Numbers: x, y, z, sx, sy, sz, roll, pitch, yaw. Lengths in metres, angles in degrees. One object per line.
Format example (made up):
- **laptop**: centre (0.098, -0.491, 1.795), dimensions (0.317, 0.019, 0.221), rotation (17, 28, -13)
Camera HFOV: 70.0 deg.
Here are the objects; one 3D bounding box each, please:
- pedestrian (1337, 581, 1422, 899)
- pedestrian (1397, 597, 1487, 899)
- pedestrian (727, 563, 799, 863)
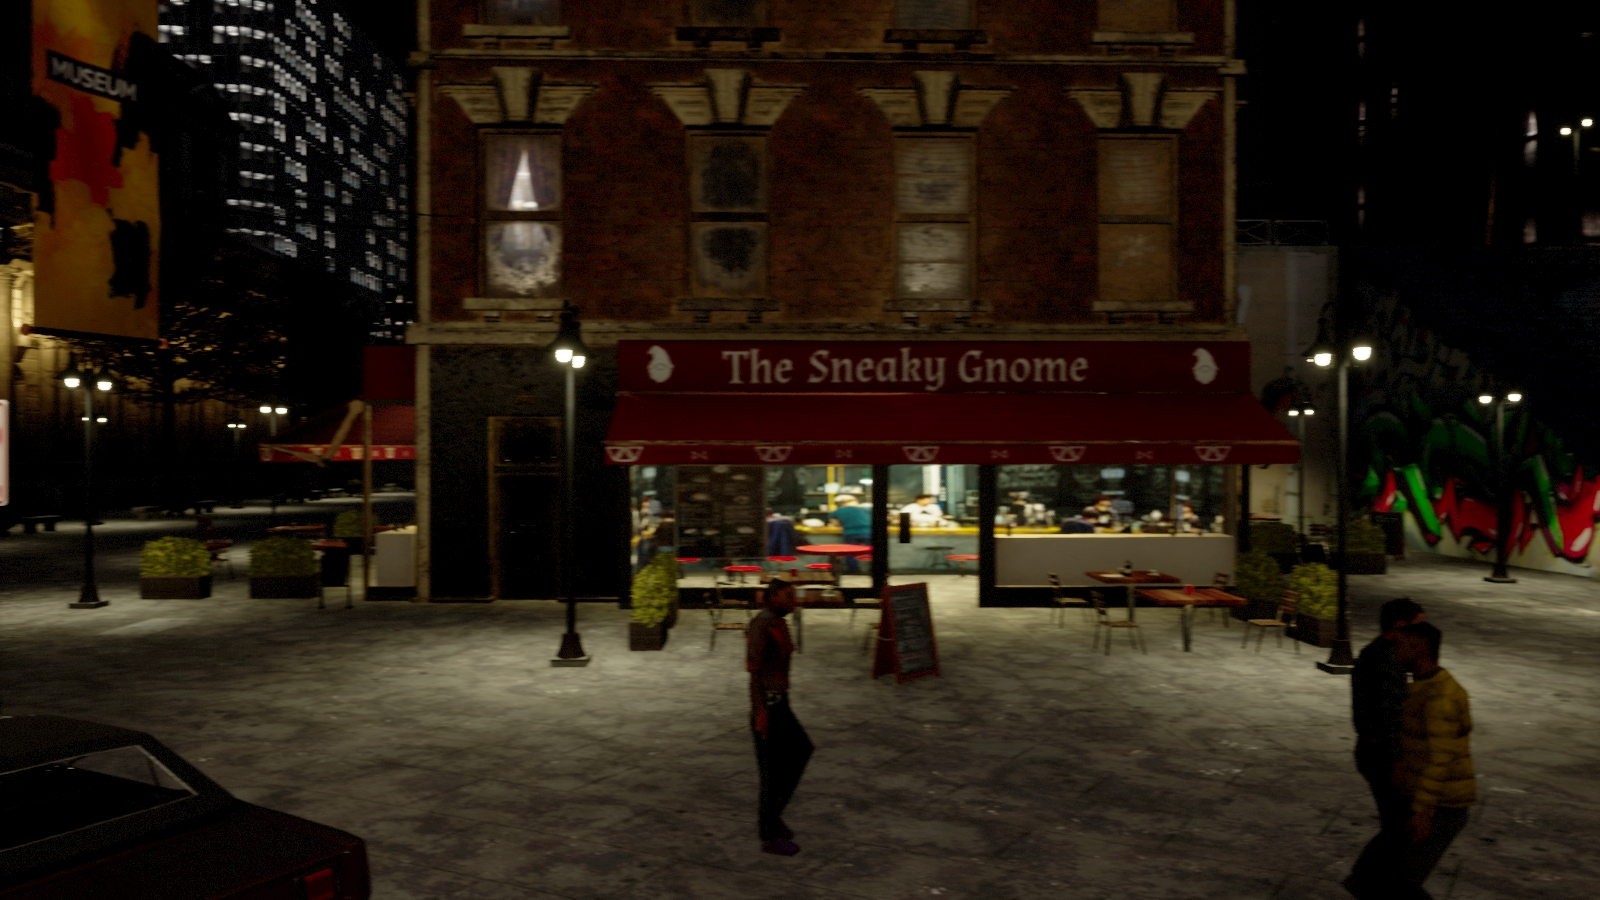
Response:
- **pedestrian**: centre (3.225, 1.688, 6.375), dimensions (0.375, 1.860, 0.375), rotation (0, 0, 19)
- **pedestrian**: centre (3.157, 1.688, 5.627), dimensions (0.375, 1.860, 0.375), rotation (0, 0, 29)
- **pedestrian**: centre (-0.238, 1.690, 7.483), dimensions (0.375, 1.860, 0.375), rotation (0, 0, 17)
